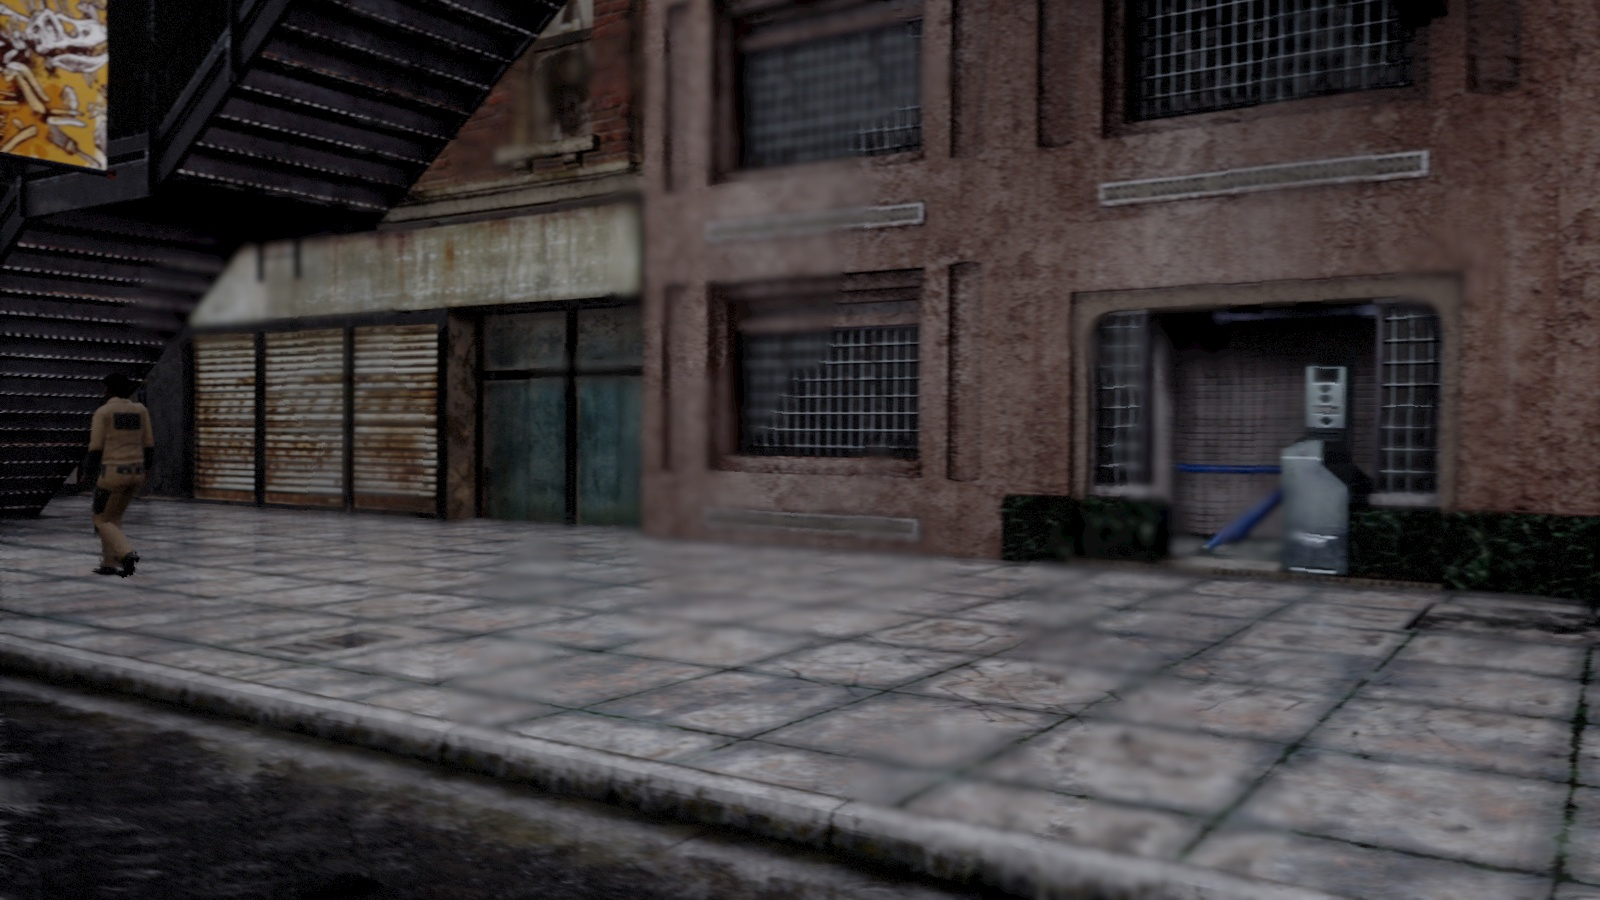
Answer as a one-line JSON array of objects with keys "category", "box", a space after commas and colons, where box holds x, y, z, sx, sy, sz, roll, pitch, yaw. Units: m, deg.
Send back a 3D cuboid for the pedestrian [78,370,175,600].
[{"category": "pedestrian", "box": [-5.814, 0.292, 10.844, 0.692, 1.930, 0.396, 0, 1, 28]}]
